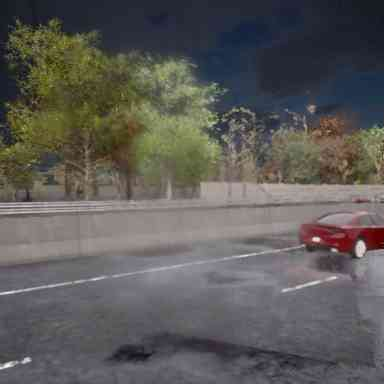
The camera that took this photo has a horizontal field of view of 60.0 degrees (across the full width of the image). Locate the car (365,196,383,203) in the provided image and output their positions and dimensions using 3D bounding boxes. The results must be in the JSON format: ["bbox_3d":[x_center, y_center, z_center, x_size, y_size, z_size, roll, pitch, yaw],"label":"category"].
[{"bbox_3d":[28.577,1.426,50.135,4.892,1.490,1.837,0,0,-35],"label":"car"}]

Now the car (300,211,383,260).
[{"bbox_3d":[6.154,1.453,12.472,5.008,1.535,1.882,1,0,-35],"label":"car"}]

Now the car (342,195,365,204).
[{"bbox_3d":[25.554,1.275,52.278,4.553,1.767,2.097,0,0,-35],"label":"car"}]
